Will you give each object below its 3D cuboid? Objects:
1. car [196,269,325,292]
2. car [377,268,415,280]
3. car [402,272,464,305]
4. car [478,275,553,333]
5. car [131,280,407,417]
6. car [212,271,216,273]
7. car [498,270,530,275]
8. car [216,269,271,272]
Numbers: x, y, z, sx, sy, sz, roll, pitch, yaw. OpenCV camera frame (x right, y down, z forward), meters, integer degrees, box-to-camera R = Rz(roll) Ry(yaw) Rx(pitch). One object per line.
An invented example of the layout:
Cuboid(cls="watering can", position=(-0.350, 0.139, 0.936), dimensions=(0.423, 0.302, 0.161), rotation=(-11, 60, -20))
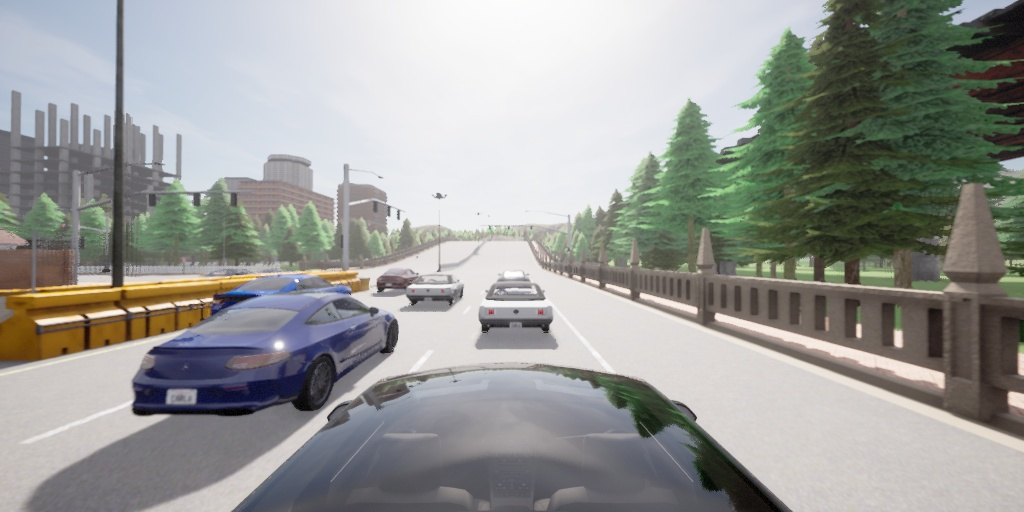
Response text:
Cuboid(cls="car", position=(-6.901, 1.313, 11.448), dimensions=(1.882, 1.535, 5.008), rotation=(0, 0, 0))
Cuboid(cls="car", position=(-6.907, 1.457, 22.389), dimensions=(1.812, 1.442, 4.674), rotation=(0, 0, 0))
Cuboid(cls="car", position=(-3.404, 1.484, 16.826), dimensions=(1.895, 1.301, 4.718), rotation=(0, 0, 0))
Cuboid(cls="car", position=(0.098, 1.433, 11.071), dimensions=(1.895, 1.301, 4.718), rotation=(0, 0, 0))
Cuboid(cls="car", position=(-3.400, 1.314, 5.993), dimensions=(1.812, 1.442, 4.674), rotation=(0, -1, 0))
Cuboid(cls="car", position=(-17.511, 1.495, 22.200), dimensions=(1.994, 1.385, 4.181), rotation=(0, -1, 0))
Cuboid(cls="car", position=(0.096, 1.484, 21.153), dimensions=(1.994, 1.385, 4.181), rotation=(0, -1, 0))
Cuboid(cls="car", position=(-14.026, 1.467, 21.047), dimensions=(2.033, 1.411, 5.357), rotation=(0, -1, 0))
